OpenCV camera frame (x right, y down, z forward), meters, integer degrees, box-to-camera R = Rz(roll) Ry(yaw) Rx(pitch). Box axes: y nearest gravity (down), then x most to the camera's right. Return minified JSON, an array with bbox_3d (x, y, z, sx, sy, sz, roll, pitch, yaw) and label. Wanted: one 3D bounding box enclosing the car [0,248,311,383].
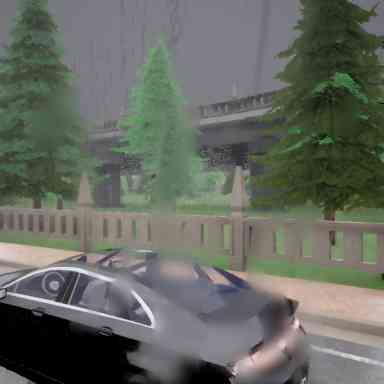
[{"bbox_3d":[-1.100,1.492,4.193,4.902,1.511,2.128,0,0,33],"label":"car"}]
